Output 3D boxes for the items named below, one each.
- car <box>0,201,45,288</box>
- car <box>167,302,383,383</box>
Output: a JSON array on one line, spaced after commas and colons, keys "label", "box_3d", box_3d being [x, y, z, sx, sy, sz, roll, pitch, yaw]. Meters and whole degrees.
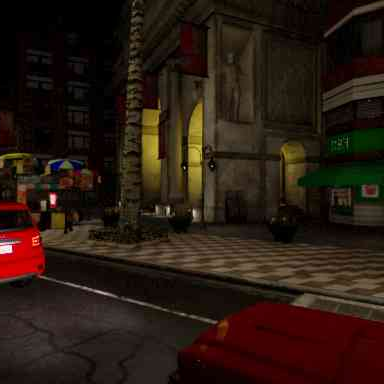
[{"label": "car", "box_3d": [-5.856, 1.221, 8.059, 5.566, 2.045, 2.150, 0, 0, 36]}, {"label": "car", "box_3d": [2.106, 1.601, 2.346, 4.718, 1.301, 1.895, 0, 0, 36]}]
